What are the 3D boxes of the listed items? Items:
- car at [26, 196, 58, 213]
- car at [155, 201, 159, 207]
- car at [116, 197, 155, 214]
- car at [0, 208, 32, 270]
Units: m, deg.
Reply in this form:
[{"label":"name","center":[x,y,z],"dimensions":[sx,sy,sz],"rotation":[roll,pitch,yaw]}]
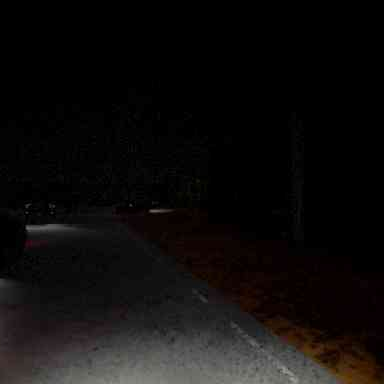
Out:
[{"label":"car","center":[-11.590,1.008,25.848],"dimensions":[2.097,1.767,4.553],"rotation":[0,0,-18]},{"label":"car","center":[-6.622,1.520,45.978],"dimensions":[2.033,1.411,5.357],"rotation":[0,0,-37]},{"label":"car","center":[-6.081,1.332,34.914],"dimensions":[2.097,1.767,4.553],"rotation":[0,0,18]},{"label":"car","center":[-6.673,1.494,10.814],"dimensions":[2.128,1.511,4.902],"rotation":[0,0,-18]}]
